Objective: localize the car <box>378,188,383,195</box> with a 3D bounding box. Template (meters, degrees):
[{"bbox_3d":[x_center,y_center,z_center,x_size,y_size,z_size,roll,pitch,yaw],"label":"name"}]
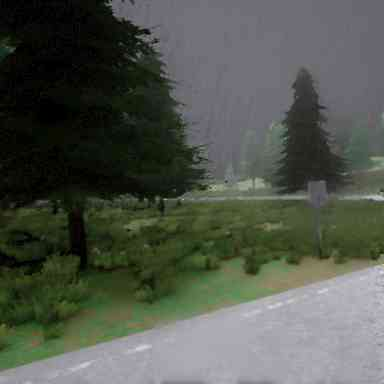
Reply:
[{"bbox_3d":[23.057,-0.200,36.783,1.882,1.535,5.008,-4,2,-19],"label":"car"}]
